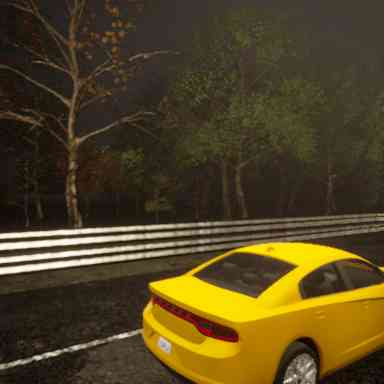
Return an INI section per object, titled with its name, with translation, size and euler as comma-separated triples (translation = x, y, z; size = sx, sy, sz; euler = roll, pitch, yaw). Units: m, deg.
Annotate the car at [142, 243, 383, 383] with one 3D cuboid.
[car]
translation = 1.729, 1.523, 4.967
size = 5.008, 1.535, 1.882
euler = 2, -1, -35
